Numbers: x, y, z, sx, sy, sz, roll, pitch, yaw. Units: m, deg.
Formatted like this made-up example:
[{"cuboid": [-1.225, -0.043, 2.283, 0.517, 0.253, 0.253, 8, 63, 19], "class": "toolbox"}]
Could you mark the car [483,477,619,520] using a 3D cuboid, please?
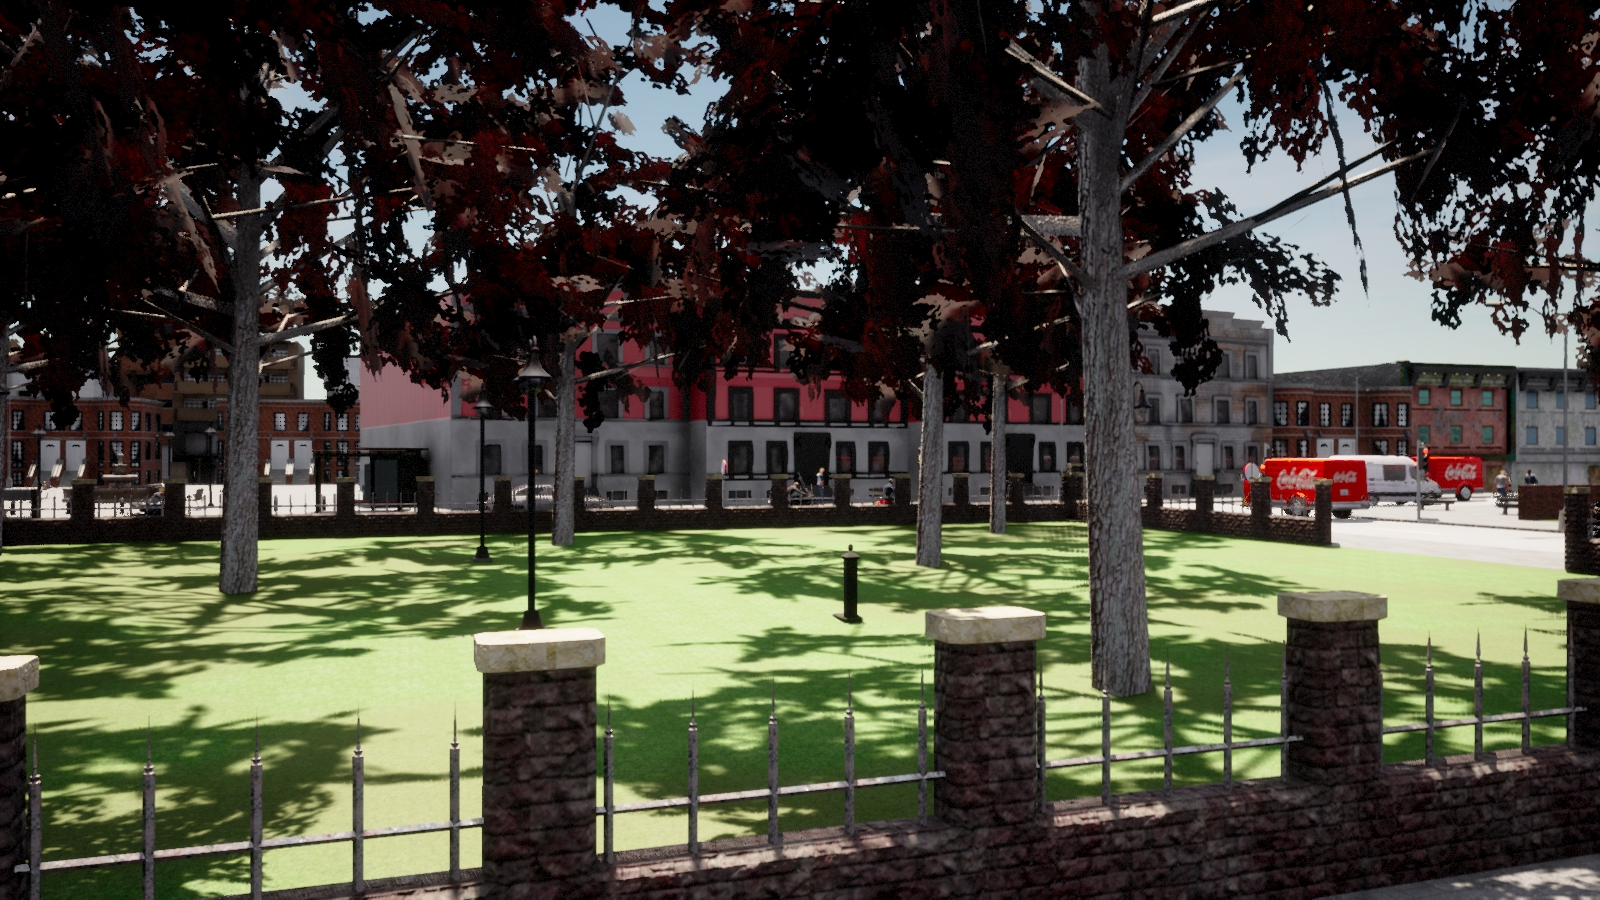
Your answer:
[{"cuboid": [-9.593, 1.831, 44.010, 4.902, 1.511, 2.128, 0, 0, -19], "class": "car"}]

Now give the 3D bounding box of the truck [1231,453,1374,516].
[{"cuboid": [20.813, 1.365, 47.632, 2.627, 2.467, 5.204, 0, 0, -18], "class": "truck"}]

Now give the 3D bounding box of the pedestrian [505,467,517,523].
[{"cuboid": [-9.842, 1.526, 38.868, 0.375, 1.860, 0.375, 0, 0, -19], "class": "pedestrian"}]

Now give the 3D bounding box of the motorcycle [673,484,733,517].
[{"cuboid": [-3.884, 1.993, 45.688, 2.209, 1.251, 0.867, 0, 0, -22], "class": "motorcycle"}]

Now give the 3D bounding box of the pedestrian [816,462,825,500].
[{"cuboid": [1.031, 1.536, 57.152, 0.375, 1.860, 0.375, 0, 0, -18], "class": "pedestrian"}]

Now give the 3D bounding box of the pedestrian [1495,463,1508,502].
[{"cuboid": [33.842, 1.549, 55.147, 0.375, 1.860, 0.375, 0, 0, -23], "class": "pedestrian"}]

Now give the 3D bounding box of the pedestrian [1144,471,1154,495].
[{"cuboid": [19.294, 1.829, 63.229, 0.375, 1.300, 0.375, 0, 0, -28], "class": "pedestrian"}]

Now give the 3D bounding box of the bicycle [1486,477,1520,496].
[{"cuboid": [40.170, 2.078, 65.284, 1.487, 1.080, 0.859, 0, 0, -19], "class": "bicycle"}]

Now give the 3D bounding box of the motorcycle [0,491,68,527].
[{"cuboid": [-25.924, 1.985, 38.440, 2.033, 1.145, 0.803, 0, 0, -19], "class": "motorcycle"}]

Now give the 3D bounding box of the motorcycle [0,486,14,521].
[{"cuboid": [-29.641, 1.953, 41.333, 1.805, 1.236, 0.856, 0, 0, -19], "class": "motorcycle"}]

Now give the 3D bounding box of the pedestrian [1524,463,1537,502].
[{"cuboid": [35.257, 1.553, 55.136, 0.375, 1.860, 0.375, 0, 0, -31], "class": "pedestrian"}]

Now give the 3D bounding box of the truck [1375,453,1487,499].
[{"cuboid": [35.005, 1.385, 63.459, 5.204, 2.467, 2.627, 0, 0, -19], "class": "truck"}]

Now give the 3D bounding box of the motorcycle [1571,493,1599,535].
[{"cuboid": [25.168, 2.010, 35.218, 0.867, 1.251, 2.209, 0, 0, -22], "class": "motorcycle"}]

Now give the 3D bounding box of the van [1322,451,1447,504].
[{"cuboid": [29.579, 1.347, 57.808, 5.915, 2.561, 1.988, 0, 0, -18], "class": "van"}]
